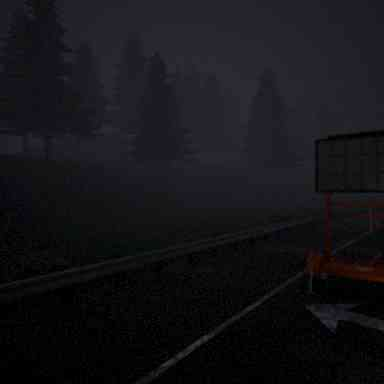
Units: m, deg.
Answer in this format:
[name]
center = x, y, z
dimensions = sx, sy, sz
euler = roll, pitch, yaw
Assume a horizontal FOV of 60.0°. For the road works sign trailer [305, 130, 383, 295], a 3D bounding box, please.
[road works sign trailer]
center = 4.180, 0.409, 7.746
dimensions = 2.380, 3.560, 2.880
euler = 0, 0, 36
